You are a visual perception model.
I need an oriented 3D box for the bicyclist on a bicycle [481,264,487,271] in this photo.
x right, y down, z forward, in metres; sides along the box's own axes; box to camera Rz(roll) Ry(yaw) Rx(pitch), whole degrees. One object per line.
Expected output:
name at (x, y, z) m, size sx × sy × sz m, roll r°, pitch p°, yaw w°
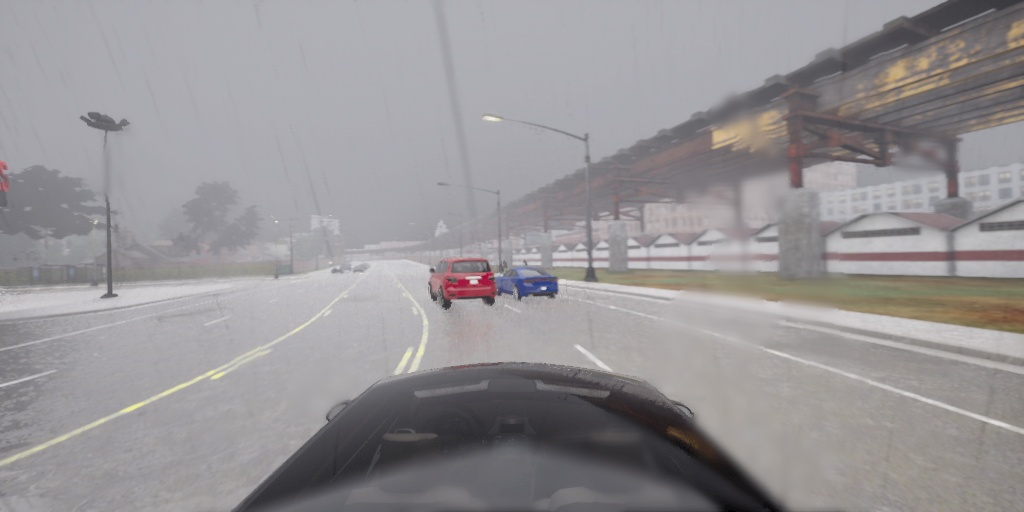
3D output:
bicyclist on a bicycle at (-2.935, 1.485, 39.355) m, size 1.656 × 1.620 × 0.582 m, roll -2°, pitch 0°, yaw 43°

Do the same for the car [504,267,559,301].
car at (0.583, 1.295, 18.002) m, size 1.882 × 1.535 × 5.008 m, roll -1°, pitch 0°, yaw -19°

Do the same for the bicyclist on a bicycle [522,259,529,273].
bicyclist on a bicycle at (1.533, 1.217, 42.333) m, size 0.582 × 1.620 × 1.656 m, roll -2°, pitch -1°, yaw -20°

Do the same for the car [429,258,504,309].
car at (-2.401, 1.119, 16.328) m, size 2.150 × 2.045 × 5.566 m, roll -1°, pitch 0°, yaw -20°

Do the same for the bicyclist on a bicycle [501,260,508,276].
bicyclist on a bicycle at (-0.801, 1.255, 36.457) m, size 0.582 × 1.620 × 1.656 m, roll -2°, pitch -1°, yaw -11°
